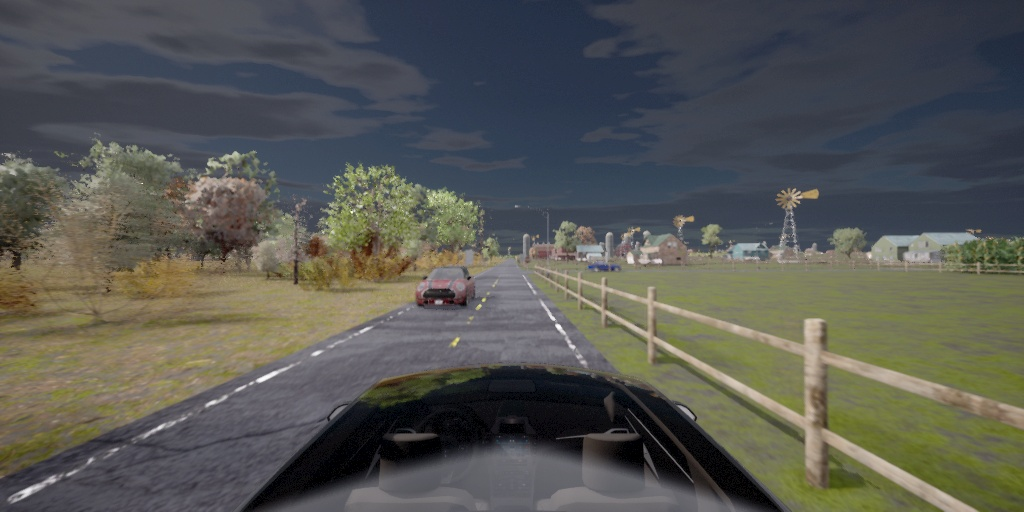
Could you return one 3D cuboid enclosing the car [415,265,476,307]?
[{"bbox_3d":[-2.853,1.241,16.228,2.097,1.767,4.553,0,-1,0],"label":"car"}]

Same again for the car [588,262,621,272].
[{"bbox_3d":[14.059,1.612,54.598,5.008,1.535,1.882,0,-1,-1],"label":"car"}]
